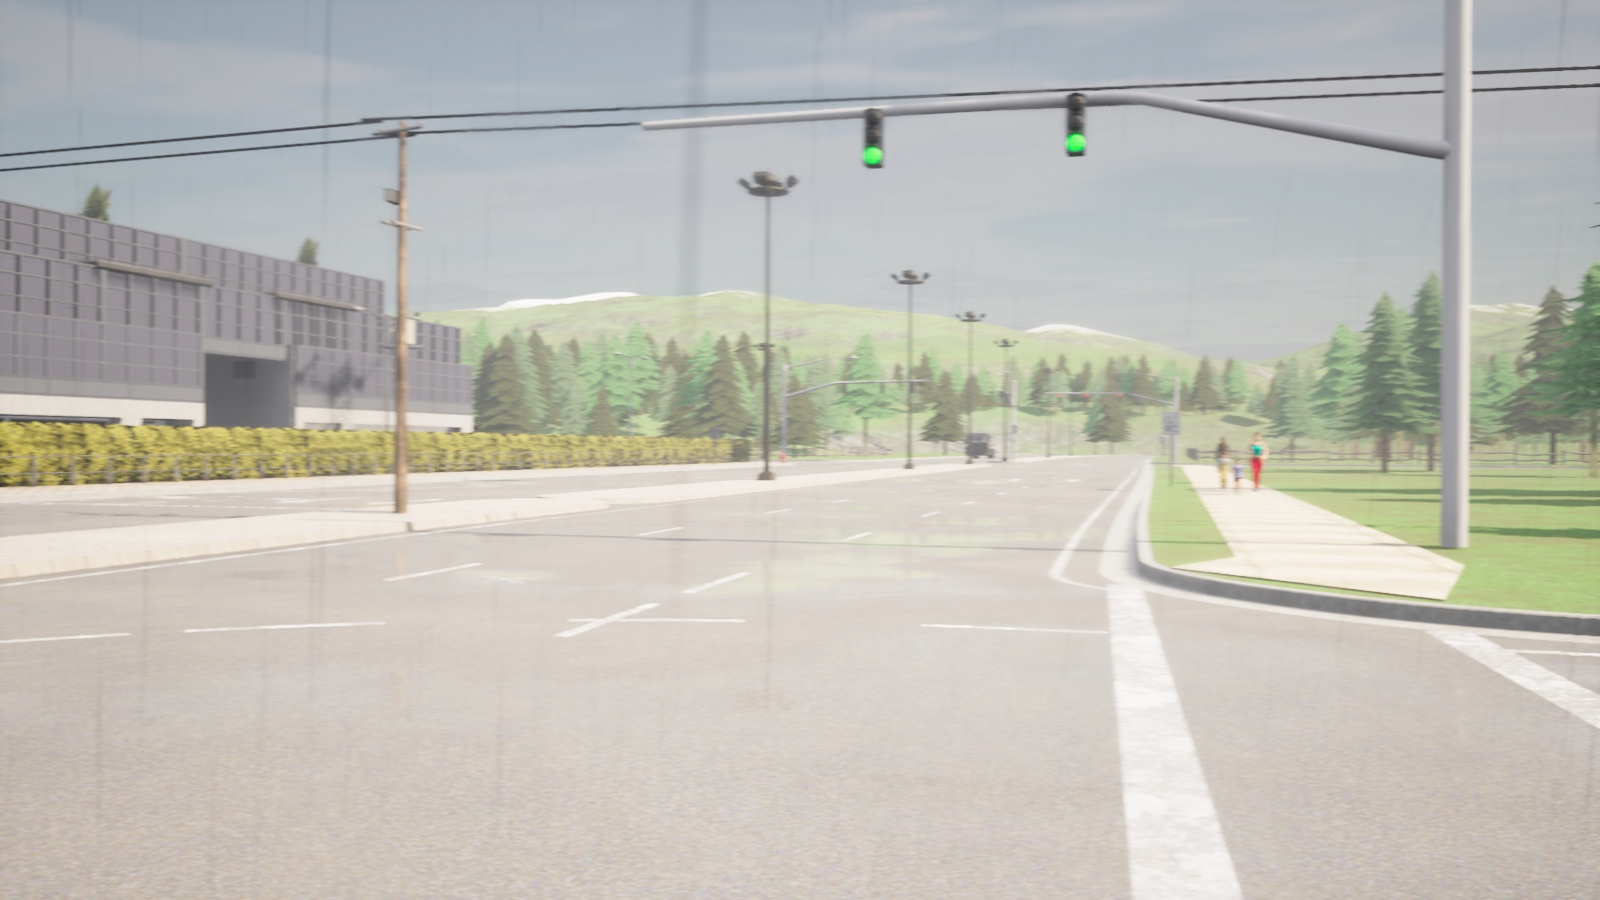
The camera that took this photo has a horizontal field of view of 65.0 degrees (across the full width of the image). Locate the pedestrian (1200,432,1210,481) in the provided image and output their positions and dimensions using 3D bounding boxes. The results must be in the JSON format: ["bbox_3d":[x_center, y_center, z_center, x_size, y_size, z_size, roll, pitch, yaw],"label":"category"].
[{"bbox_3d":[15.307,0.256,47.491,0.331,1.846,0.634,0,0,16],"label":"pedestrian"}]

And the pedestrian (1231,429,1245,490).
[{"bbox_3d":[13.144,0.283,37.677,0.345,1.836,0.594,0,0,16],"label":"pedestrian"}]

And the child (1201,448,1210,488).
[{"bbox_3d":[12.912,0.556,39.988,0.270,1.263,0.437,0,0,16],"label":"child"}]

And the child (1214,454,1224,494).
[{"bbox_3d":[11.807,0.668,35.373,0.255,1.110,0.394,0,0,16],"label":"child"}]
